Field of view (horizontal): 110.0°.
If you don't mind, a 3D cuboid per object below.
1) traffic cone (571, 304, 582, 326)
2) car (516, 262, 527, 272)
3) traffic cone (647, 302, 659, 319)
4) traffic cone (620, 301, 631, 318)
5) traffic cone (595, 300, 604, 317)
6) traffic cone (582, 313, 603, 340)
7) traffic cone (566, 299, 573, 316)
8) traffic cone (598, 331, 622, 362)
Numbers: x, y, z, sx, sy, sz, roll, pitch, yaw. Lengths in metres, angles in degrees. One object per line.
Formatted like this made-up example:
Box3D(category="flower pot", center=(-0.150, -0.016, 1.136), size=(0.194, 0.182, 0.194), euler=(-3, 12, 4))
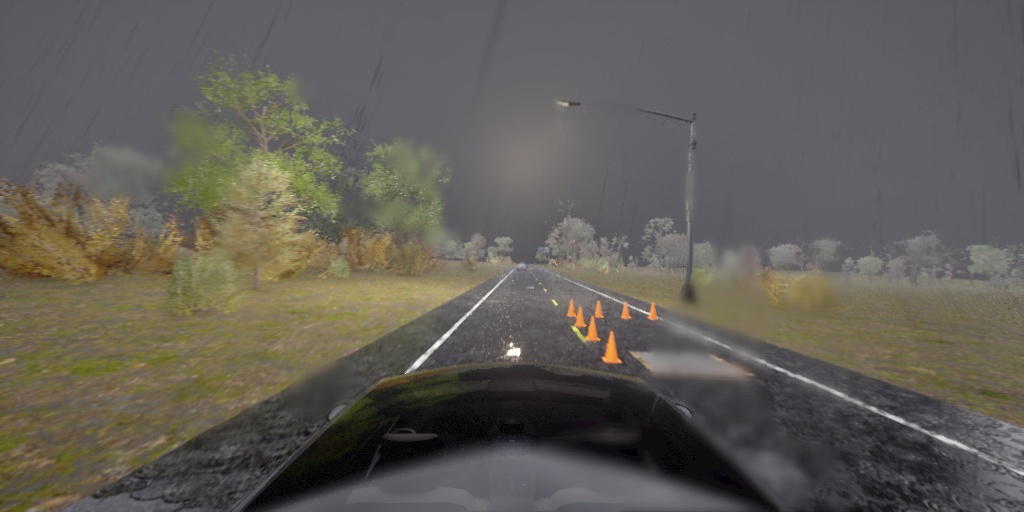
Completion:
Box3D(category="traffic cone", center=(2.147, 1.889, 11.344), size=(0.340, 0.580, 0.340), euler=(0, 0, 2))
Box3D(category="car", center=(1.702, 2.105, 64.262), size=(1.812, 1.442, 4.674), euler=(2, -1, 2))
Box3D(category="traffic cone", center=(5.202, 2.010, 13.254), size=(0.340, 0.580, 0.340), euler=(0, 0, 2))
Box3D(category="traffic cone", center=(4.203, 1.978, 13.284), size=(0.340, 0.580, 0.340), euler=(0, 0, 2))
Box3D(category="traffic cone", center=(3.204, 1.946, 13.314), size=(0.340, 0.580, 0.340), euler=(0, 0, 2))
Box3D(category="traffic cone", center=(2.089, 1.863, 9.345), size=(0.340, 0.580, 0.340), euler=(0, 0, 2))
Box3D(category="traffic cone", center=(2.205, 1.915, 13.343), size=(0.340, 0.580, 0.340), euler=(0, 0, 2))
Box3D(category="traffic cone", center=(2.030, 1.837, 7.346), size=(0.340, 0.580, 0.340), euler=(0, 0, 2))
